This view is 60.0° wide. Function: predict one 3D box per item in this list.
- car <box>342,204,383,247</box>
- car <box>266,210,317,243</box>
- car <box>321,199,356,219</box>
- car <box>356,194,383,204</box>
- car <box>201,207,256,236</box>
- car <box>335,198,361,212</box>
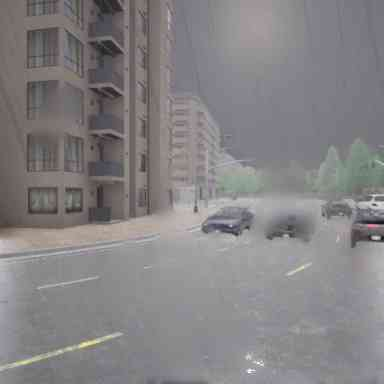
[{"bbox_3d":[7.971,1.486,14.486,2.128,1.511,4.902,0,0,28],"label":"car"},{"bbox_3d":[5.019,1.601,16.505,1.895,1.301,4.718,0,0,25],"label":"car"},{"bbox_3d":[12.327,1.501,28.559,1.837,1.490,4.892,0,-1,14],"label":"car"},{"bbox_3d":[16.163,1.219,29.201,2.150,2.045,5.566,0,0,12],"label":"car"},{"bbox_3d":[2.260,1.547,18.734,2.033,1.411,5.357,0,0,23],"label":"car"},{"bbox_3d":[18.276,1.526,39.229,1.812,1.442,4.674,0,0,13],"label":"car"}]
